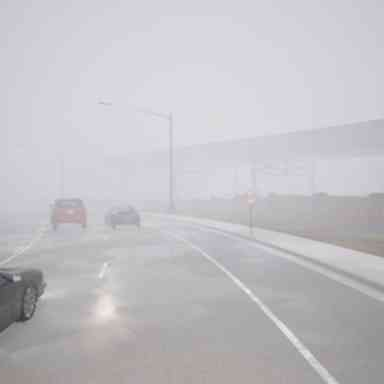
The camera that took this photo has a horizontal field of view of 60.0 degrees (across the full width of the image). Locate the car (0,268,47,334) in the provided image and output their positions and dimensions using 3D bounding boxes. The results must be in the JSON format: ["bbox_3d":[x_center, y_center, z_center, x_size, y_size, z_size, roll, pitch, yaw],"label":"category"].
[{"bbox_3d":[-3.662,1.607,4.259,2.033,1.411,5.357,-1,0,-5],"label":"car"}]

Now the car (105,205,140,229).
[{"bbox_3d":[-4.952,1.667,23.312,2.128,1.511,4.902,-1,0,-22],"label":"car"}]

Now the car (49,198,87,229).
[{"bbox_3d":[-8.997,1.465,24.046,2.150,2.045,5.566,-1,0,-25],"label":"car"}]

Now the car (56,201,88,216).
[{"bbox_3d":[-13.929,1.831,38.262,1.801,1.575,5.366,-1,0,-39],"label":"car"}]
